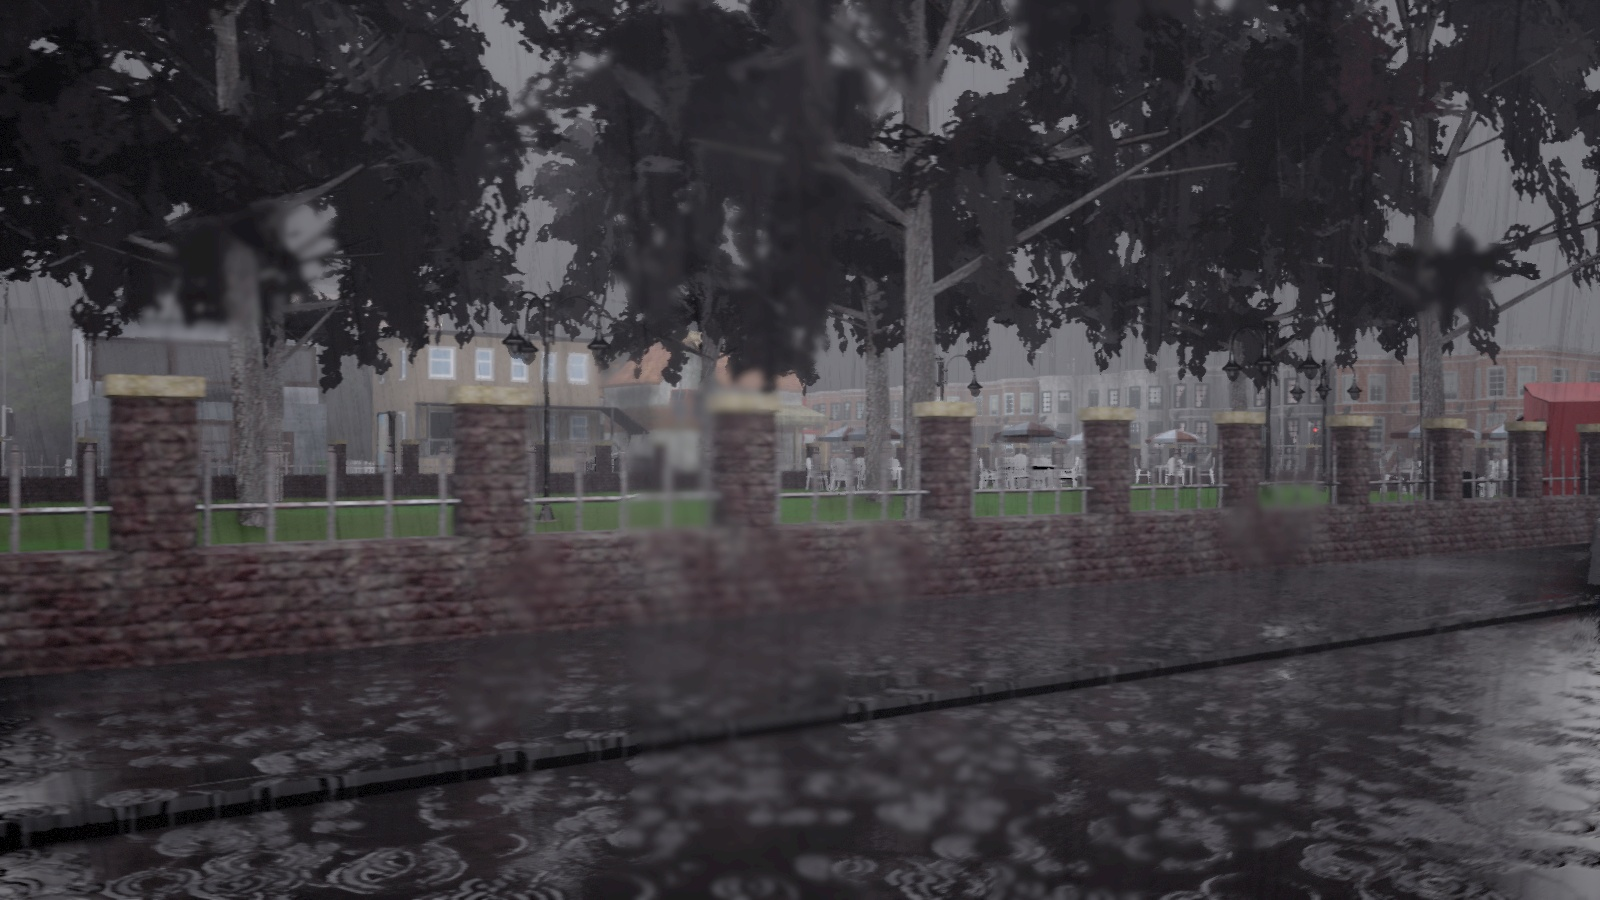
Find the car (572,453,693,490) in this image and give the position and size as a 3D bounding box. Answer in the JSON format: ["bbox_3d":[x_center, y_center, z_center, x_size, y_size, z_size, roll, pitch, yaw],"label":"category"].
[{"bbox_3d":[-7.222,0.901,54.413,4.892,1.490,1.837,-1,0,-35],"label":"car"}]

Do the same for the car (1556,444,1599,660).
[{"bbox_3d":[7.599,0.731,9.568,3.705,1.549,1.789,0,0,-35],"label":"car"}]
